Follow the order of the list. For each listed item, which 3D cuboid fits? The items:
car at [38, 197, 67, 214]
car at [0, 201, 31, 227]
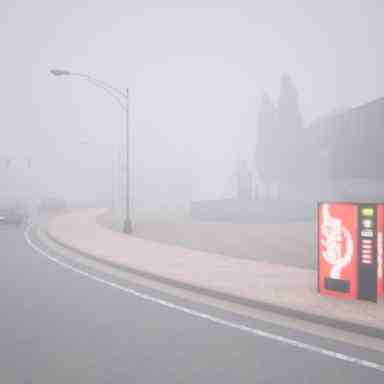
[{"bbox_3d":[-15.020,1.352,36.060,2.097,1.767,4.553,0,0,-8],"label":"car"},{"bbox_3d":[-12.382,1.561,22.491,1.994,1.385,4.181,0,0,-19],"label":"car"}]
